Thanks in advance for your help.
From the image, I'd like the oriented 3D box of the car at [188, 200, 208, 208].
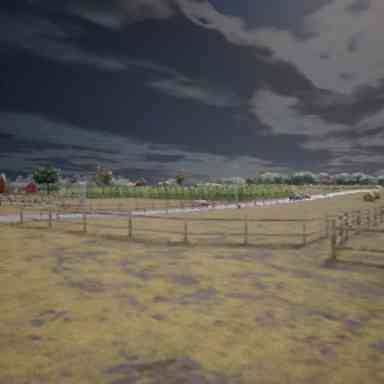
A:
[{"bbox_3d":[1.220,2.109,60.454,1.812,1.442,4.674,-1,-1,36],"label":"car"}]
